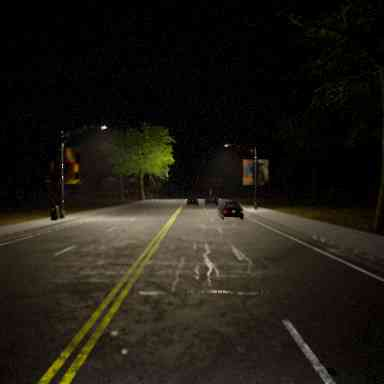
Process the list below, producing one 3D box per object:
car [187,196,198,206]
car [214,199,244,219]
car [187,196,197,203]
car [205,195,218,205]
[{"bbox_3d":[0.104,1.522,53.877,2.033,1.411,5.357,0,0,0],"label":"car"},{"bbox_3d":[3.264,1.580,28.487,2.033,1.411,5.357,0,0,0],"label":"car"},{"bbox_3d":[0.006,1.554,70.126,1.895,1.301,4.718,0,0,0],"label":"car"},{"bbox_3d":[3.256,1.362,55.873,2.097,1.767,4.553,0,0,0],"label":"car"}]
